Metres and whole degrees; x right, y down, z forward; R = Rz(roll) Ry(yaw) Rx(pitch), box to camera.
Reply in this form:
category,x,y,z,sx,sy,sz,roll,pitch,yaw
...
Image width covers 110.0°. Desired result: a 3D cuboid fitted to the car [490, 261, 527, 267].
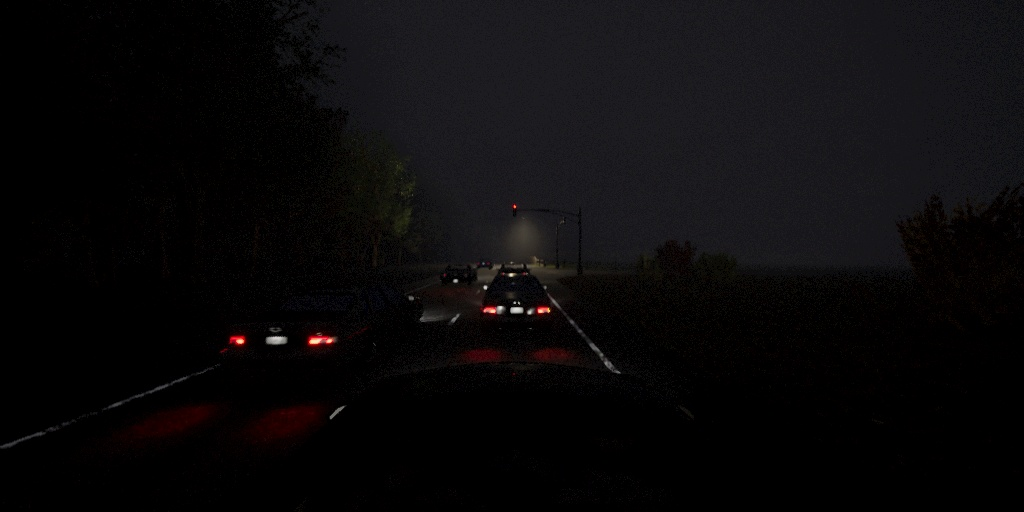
category,x,y,z,sx,sy,sz,roll,pitch,yaw
car,0.103,1.097,20.215,2.128,1.511,4.902,0,0,0

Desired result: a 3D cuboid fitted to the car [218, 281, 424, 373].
category,x,y,z,sx,sy,sz,roll,pitch,yaw
car,-3.400,1.250,7.700,2.033,1.411,5.357,0,0,0

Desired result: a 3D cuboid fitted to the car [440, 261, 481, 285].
category,x,y,z,sx,sy,sz,roll,pitch,yaw
car,-3.402,1.178,23.803,1.895,1.301,4.718,0,0,0

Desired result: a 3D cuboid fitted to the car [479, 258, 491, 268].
category,x,y,z,sx,sy,sz,roll,pitch,yaw
car,-3.404,0.953,45.396,2.033,1.411,5.357,0,0,0

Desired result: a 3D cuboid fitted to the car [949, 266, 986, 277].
category,x,y,z,sx,sy,sz,roll,pitch,yaw
car,50.203,1.598,38.863,4.718,1.301,1.895,1,-1,0

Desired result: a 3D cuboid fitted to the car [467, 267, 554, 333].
category,x,y,z,sx,sy,sz,roll,pitch,yaw
car,0.101,1.229,10.467,2.033,1.411,5.357,0,0,0
